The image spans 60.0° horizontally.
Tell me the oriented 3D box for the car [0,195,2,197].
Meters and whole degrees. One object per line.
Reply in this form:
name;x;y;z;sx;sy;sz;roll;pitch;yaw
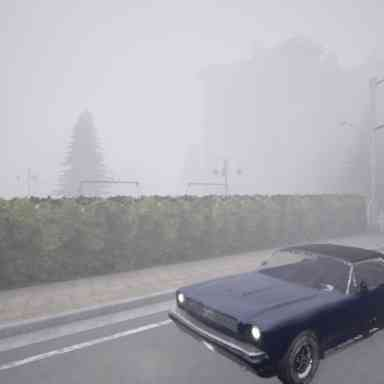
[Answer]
car;-40.256;1.374;67.276;3.633;1.501;1.845;0;0;-37

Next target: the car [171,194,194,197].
car;-0.616;1.206;37.816;2.150;2.045;5.566;0;0;-36

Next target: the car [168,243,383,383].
car;2.006;1.601;5.415;4.718;1.301;1.895;0;0;-36
